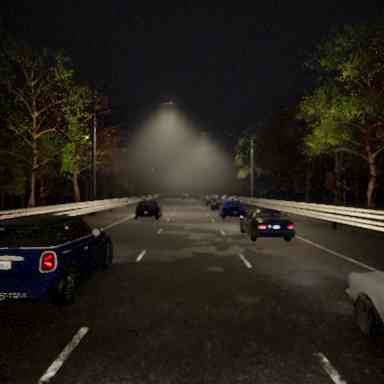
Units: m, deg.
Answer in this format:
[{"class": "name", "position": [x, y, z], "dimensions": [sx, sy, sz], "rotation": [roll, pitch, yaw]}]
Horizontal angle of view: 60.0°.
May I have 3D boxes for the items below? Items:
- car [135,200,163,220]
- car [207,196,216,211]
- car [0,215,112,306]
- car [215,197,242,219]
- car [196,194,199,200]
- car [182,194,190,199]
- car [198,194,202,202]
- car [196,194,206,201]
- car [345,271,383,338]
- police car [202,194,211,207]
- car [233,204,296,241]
[{"class": "car", "position": [-3.561, 1.433, 28.080], "dimensions": [1.882, 1.535, 5.008], "rotation": [0, 0, -1]}, {"class": "car", "position": [3.198, 1.497, 39.364], "dimensions": [1.994, 1.385, 4.181], "rotation": [0, 0, -1]}, {"class": "car", "position": [-3.420, 1.341, 8.144], "dimensions": [2.097, 1.767, 4.553], "rotation": [0, 0, 0]}, {"class": "car", "position": [3.344, 1.433, 28.328], "dimensions": [1.882, 1.535, 5.008], "rotation": [0, 0, -1]}, {"class": "car", "position": [2.481, 1.343, 72.469], "dimensions": [1.882, 1.535, 5.008], "rotation": [0, 0, -2]}, {"class": "car", "position": [-1.643, 1.277, 92.275], "dimensions": [2.128, 1.511, 4.902], "rotation": [0, 0, -2]}, {"class": "car", "position": [2.767, 1.382, 61.435], "dimensions": [2.128, 1.511, 4.902], "rotation": [0, 0, -1]}, {"class": "car", "position": [2.148, 1.344, 83.531], "dimensions": [2.163, 1.488, 4.792], "rotation": [0, 0, -2]}, {"class": "car", "position": [3.592, 1.596, 3.659], "dimensions": [1.895, 1.301, 4.718], "rotation": [0, 0, 0]}, {"class": "police car", "position": [3.003, 1.338, 50.510], "dimensions": [1.930, 1.638, 5.238], "rotation": [0, 0, -1]}, {"class": "car", "position": [3.543, 1.523, 16.509], "dimensions": [2.033, 1.411, 5.357], "rotation": [0, 0, 0]}]
